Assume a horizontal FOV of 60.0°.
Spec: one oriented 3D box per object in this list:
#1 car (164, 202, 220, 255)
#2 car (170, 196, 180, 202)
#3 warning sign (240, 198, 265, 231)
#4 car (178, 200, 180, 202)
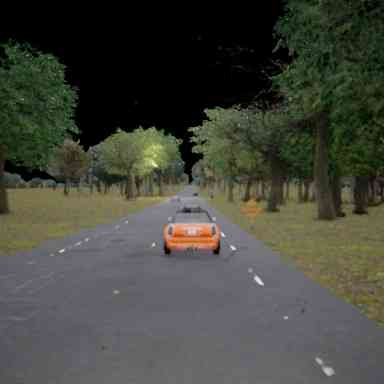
[{"bbox_3d":[0.000,1.483,14.072,2.097,1.767,4.553,0,-1,0],"label":"car"},{"bbox_3d":[-3.518,1.532,70.979,1.812,1.442,4.674,0,1,0],"label":"car"},{"bbox_3d":[3.548,1.291,19.721,1.300,1.860,1.060,0,0,0],"label":"warning sign"},{"bbox_3d":[-0.003,1.689,29.292,2.128,1.511,4.902,0,0,0],"label":"car"}]
